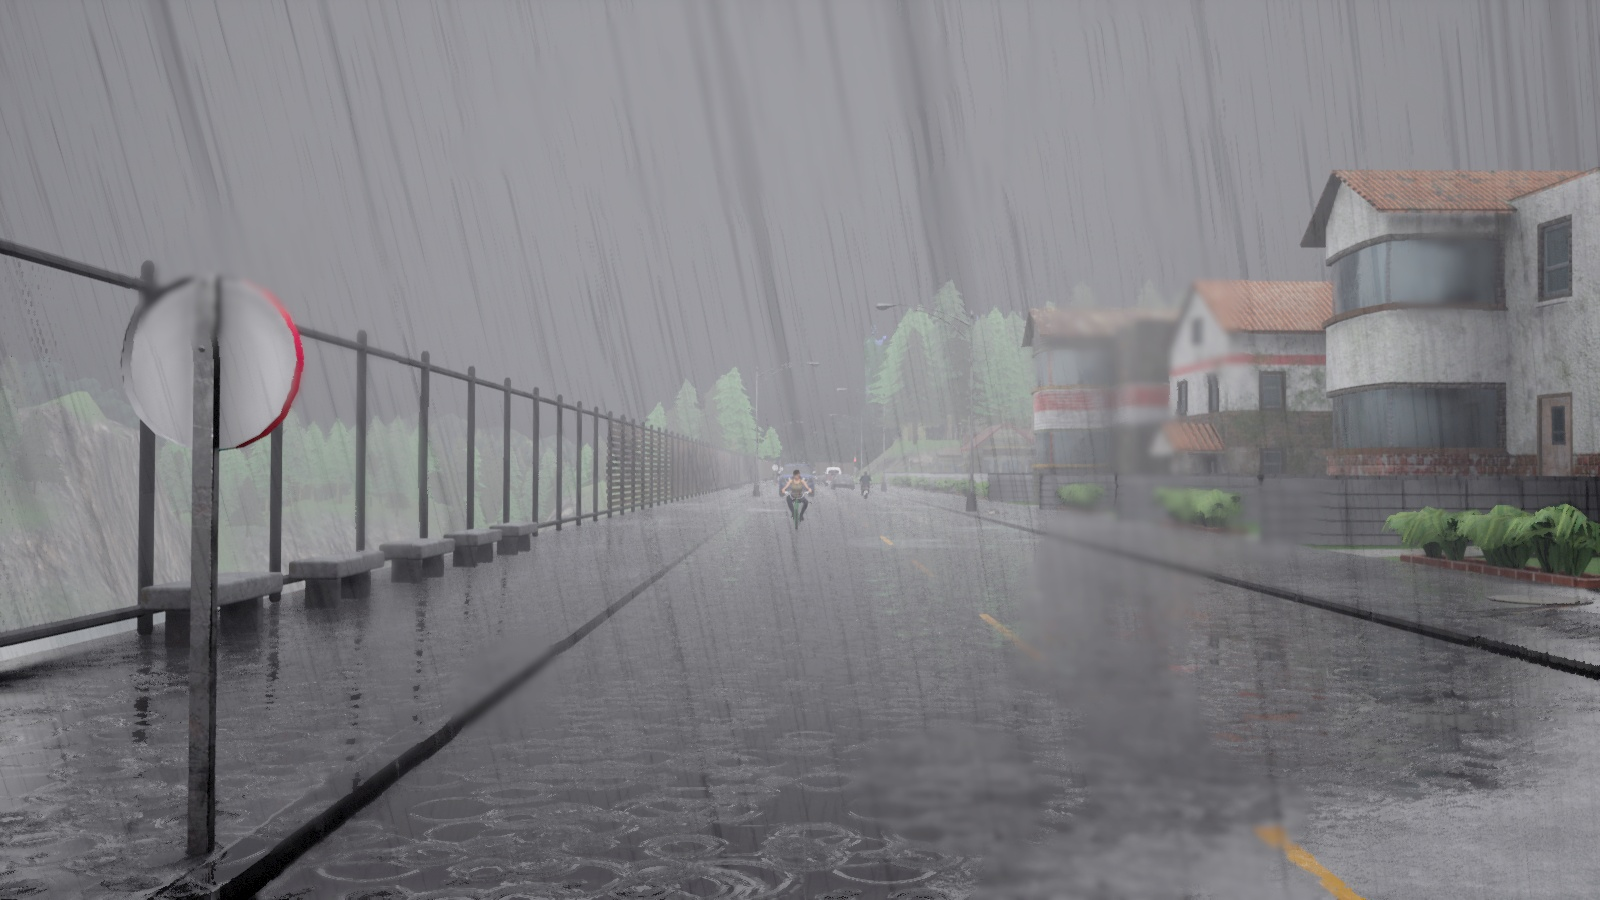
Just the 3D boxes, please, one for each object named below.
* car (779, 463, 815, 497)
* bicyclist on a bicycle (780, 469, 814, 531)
[{"bbox_3d":[-0.194,1.876,79.731,2.150,2.045,5.566,0,0,0],"label":"car"},{"bbox_3d":[-0.076,1.317,33.356,0.866,1.612,1.509,0,-1,0],"label":"bicyclist on a bicycle"}]
